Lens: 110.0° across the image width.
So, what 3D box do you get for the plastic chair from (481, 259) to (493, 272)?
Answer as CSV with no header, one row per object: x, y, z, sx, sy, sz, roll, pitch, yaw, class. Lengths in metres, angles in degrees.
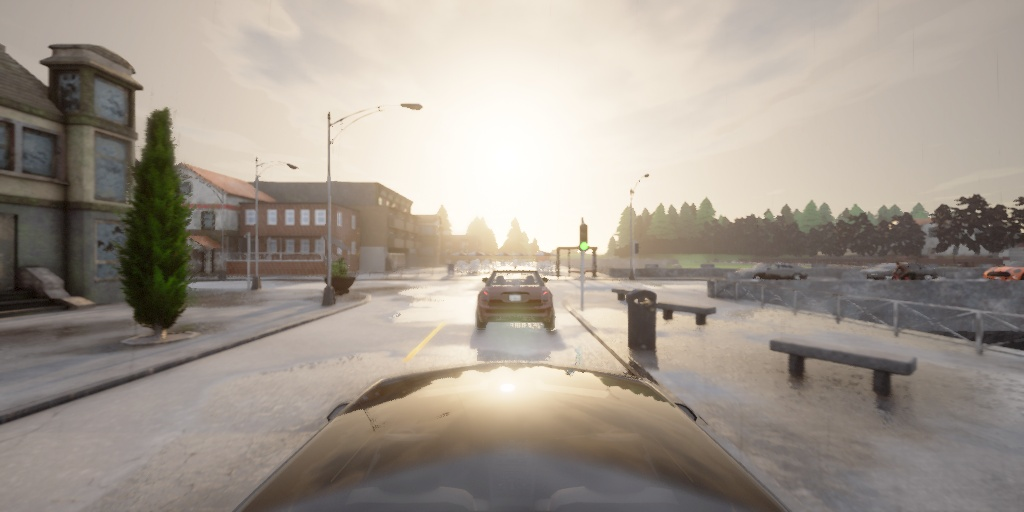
-2.949,1.257,42.321,0.730,1.272,0.750,0,0,0,plastic chair

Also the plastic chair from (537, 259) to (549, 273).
3.451,1.257,40.419,0.750,1.272,0.730,0,0,0,plastic chair

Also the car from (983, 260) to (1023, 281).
38.248,1.086,26.597,4.553,1.767,2.097,0,0,0,car

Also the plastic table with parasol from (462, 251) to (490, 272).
-4.229,0.653,42.441,2.482,2.480,2.482,0,0,0,plastic table with parasol

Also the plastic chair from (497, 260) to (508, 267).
-1.247,1.253,48.220,0.750,1.272,0.730,0,0,0,plastic chair

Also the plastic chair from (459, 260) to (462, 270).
-5.549,1.257,42.521,0.730,1.272,0.750,0,0,0,plastic chair

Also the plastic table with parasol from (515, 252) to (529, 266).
1.175,0.644,57.030,2.482,2.480,2.482,0,0,0,plastic table with parasol

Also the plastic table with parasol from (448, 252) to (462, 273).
-7.117,0.649,49.032,2.482,2.480,2.482,0,0,0,plastic table with parasol

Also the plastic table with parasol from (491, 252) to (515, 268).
-1.197,0.648,49.420,2.482,2.480,2.482,0,0,0,plastic table with parasol

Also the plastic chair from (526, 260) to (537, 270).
2.251,1.257,41.720,0.730,1.272,0.750,0,0,0,plastic chair

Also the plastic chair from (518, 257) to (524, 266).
1.058,1.249,55.852,0.750,1.272,0.730,0,0,-1,plastic chair

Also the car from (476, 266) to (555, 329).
0.101,1.097,11.361,2.097,1.767,4.553,0,0,0,car

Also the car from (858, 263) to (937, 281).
28.434,1.239,26.613,4.892,1.490,1.837,0,0,0,car

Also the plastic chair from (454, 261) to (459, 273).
-7.044,1.254,47.854,0.750,1.272,0.730,0,0,-1,plastic chair

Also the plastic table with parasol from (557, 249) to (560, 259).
5.003,0.648,50.319,2.482,2.480,2.482,0,0,0,plastic table with parasol

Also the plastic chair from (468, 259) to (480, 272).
-4.349,1.257,41.221,0.750,1.272,0.730,0,0,0,plastic chair

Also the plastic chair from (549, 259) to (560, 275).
4.851,1.257,41.519,0.730,1.272,0.750,0,0,0,plastic chair

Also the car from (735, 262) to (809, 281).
19.137,1.227,26.619,4.902,1.511,2.128,0,0,0,car

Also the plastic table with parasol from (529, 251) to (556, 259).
3.591,0.653,41.689,2.482,2.480,2.482,0,0,0,plastic table with parasol

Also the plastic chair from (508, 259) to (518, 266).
0.153,1.252,49.320,0.730,1.272,0.750,0,0,0,plastic chair

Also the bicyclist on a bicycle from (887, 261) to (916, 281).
19.816,1.088,18.221,0.582,1.620,1.656,0,0,0,bicyclist on a bicycle
